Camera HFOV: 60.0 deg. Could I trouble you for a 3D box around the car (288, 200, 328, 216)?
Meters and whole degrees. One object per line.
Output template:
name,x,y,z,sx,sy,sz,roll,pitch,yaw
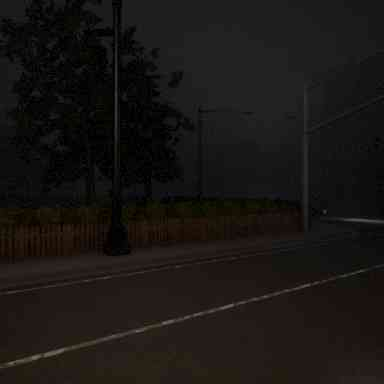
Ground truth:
car,10.266,1.491,31.192,2.128,1.511,4.902,0,0,-35

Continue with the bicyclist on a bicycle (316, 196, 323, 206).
bicyclist on a bicycle,16.101,1.303,42.071,1.656,1.620,0.582,0,0,-35
